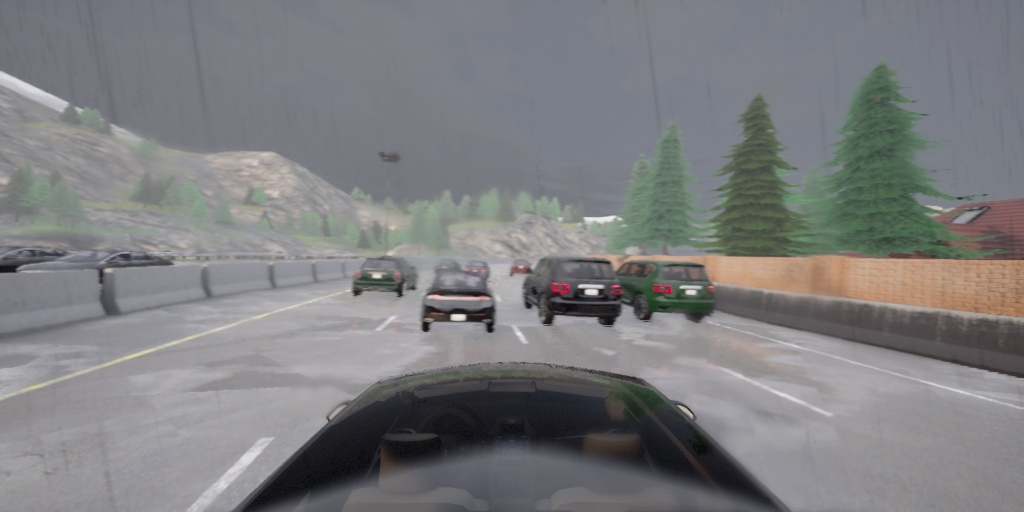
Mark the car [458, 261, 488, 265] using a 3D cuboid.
[{"bbox_3d":[-2.754,1.130,29.166,2.033,1.411,5.357,3,0,0],"label":"car"}]

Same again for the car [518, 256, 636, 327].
[{"bbox_3d":[1.771,1.033,12.142,2.150,2.045,5.566,2,0,-7],"label":"car"}]

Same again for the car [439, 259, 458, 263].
[{"bbox_3d":[-6.118,0.987,34.847,1.994,1.385,4.181,3,0,2],"label":"car"}]

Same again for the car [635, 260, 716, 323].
[{"bbox_3d":[5.126,1.180,13.525,2.150,2.045,5.566,2,0,-7],"label":"car"}]

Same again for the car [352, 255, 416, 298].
[{"bbox_3d":[-5.672,0.825,16.663,2.097,1.767,4.553,3,0,-5],"label":"car"}]

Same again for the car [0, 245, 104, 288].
[{"bbox_3d":[-19.683,0.345,14.000,2.128,1.511,4.902,3,0,-5],"label":"car"}]

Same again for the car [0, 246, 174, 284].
[{"bbox_3d":[-16.204,0.499,14.308,2.128,1.511,4.902,3,0,-5],"label":"car"}]

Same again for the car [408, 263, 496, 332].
[{"bbox_3d":[-1.526,1.160,10.533,2.128,1.511,4.902,3,0,-8],"label":"car"}]

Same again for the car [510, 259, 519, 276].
[{"bbox_3d":[0.942,1.087,36.139,2.097,1.767,4.553,3,0,2],"label":"car"}]
